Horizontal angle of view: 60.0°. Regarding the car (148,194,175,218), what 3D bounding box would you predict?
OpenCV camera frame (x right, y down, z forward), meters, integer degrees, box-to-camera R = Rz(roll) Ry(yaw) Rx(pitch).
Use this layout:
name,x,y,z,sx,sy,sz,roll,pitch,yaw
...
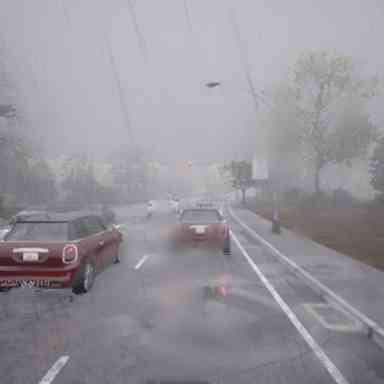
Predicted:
name,x,y,z,sx,sy,sz,roll,pitch,yaw
car,-2.444,1.182,29.320,2.150,2.045,5.566,0,0,3

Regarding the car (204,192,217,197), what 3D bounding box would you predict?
name,x,y,z,sx,sy,sz,roll,pitch,yaw
car,4.448,0.949,87.559,2.150,2.045,5.566,0,0,11

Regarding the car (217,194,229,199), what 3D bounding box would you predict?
name,x,y,z,sx,sy,sz,roll,pitch,yaw
car,7.969,1.339,87.352,1.895,1.301,4.718,0,0,11

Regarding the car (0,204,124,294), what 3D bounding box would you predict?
name,x,y,z,sx,sy,sz,roll,pitch,yaw
car,-3.266,1.338,8.941,2.097,1.767,4.553,0,0,1

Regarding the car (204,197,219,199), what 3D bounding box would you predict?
name,x,y,z,sx,sy,sz,roll,pitch,yaw
car,1.099,1.454,29.806,2.128,1.511,4.902,0,0,4

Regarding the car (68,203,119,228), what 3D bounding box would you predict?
name,x,y,z,sx,sy,sz,roll,pitch,yaw
car,-6.509,1.531,22.464,1.994,1.385,4.181,0,0,3

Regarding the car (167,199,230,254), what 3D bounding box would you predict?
name,x,y,z,sx,sy,sz,roll,pitch,yaw
car,0.348,1.334,13.482,2.097,1.767,4.553,0,0,2
